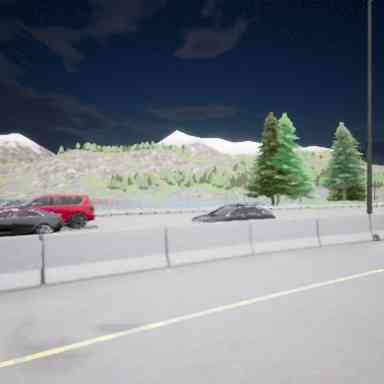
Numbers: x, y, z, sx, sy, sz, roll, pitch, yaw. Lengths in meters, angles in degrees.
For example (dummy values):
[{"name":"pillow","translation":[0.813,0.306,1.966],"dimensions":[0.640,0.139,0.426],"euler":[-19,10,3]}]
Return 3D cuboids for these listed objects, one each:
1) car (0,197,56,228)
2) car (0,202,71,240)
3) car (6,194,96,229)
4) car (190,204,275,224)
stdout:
[{"name":"car","translation":[-11.397,1.278,21.436],"dimensions":[4.553,1.767,2.097],"euler":[0,0,-34]},{"name":"car","translation":[-8.382,1.440,15.050],"dimensions":[4.902,1.511,2.128],"euler":[0,0,-34]},{"name":"car","translation":[-8.447,1.153,19.257],"dimensions":[5.566,2.045,2.150],"euler":[0,0,-34]},{"name":"car","translation":[2.220,1.428,17.666],"dimensions":[4.892,1.490,1.837],"euler":[0,0,-30]}]
